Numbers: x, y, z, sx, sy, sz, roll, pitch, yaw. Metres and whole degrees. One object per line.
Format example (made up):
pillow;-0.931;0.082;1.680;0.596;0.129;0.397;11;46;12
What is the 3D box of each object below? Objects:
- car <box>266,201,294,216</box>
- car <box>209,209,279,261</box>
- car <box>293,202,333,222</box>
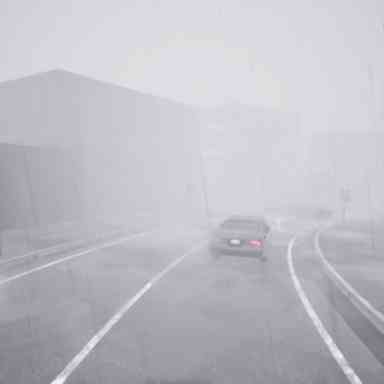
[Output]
car;9.424;1.629;33.640;2.033;1.411;5.357;4;2;41
car;2.011;1.570;12.490;2.033;1.411;5.357;2;0;16
car;11.221;1.735;29.921;1.882;1.535;5.008;4;1;38
